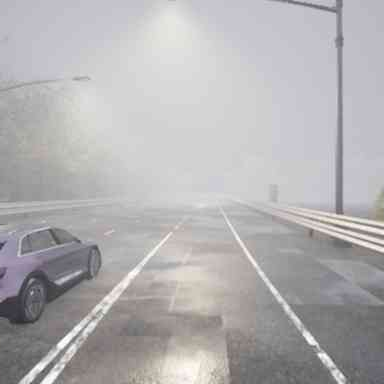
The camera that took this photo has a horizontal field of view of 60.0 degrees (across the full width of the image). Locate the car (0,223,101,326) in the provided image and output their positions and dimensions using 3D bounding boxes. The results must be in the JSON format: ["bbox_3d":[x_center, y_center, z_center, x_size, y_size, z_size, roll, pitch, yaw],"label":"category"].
[{"bbox_3d":[-3.541,1.443,7.137,2.033,1.649,4.856,0,0,3],"label":"car"}]
